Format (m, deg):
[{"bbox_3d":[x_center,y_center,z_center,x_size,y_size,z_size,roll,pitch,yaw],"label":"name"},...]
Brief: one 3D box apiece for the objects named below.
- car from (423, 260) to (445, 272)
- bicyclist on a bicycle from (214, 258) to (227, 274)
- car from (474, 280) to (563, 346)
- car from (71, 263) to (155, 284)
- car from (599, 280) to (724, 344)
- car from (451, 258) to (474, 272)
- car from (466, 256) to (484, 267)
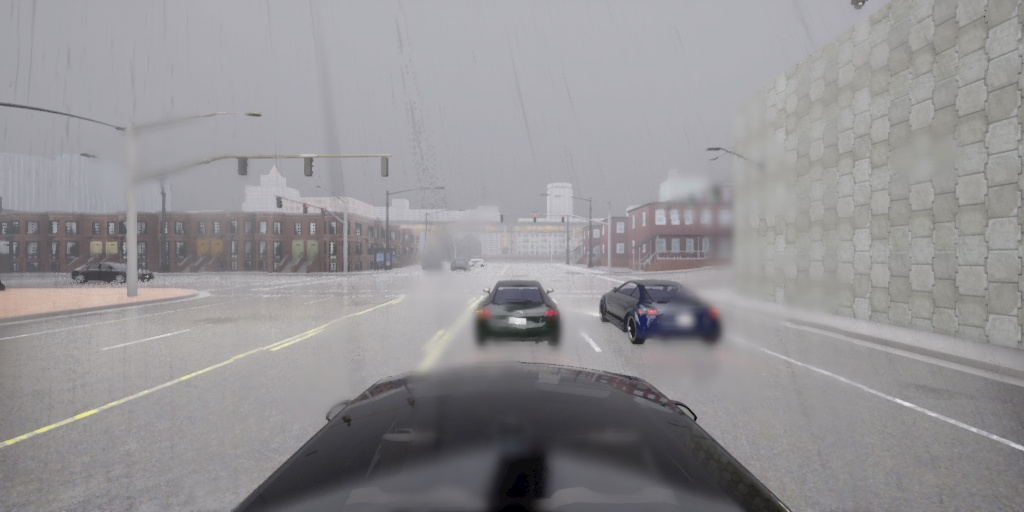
[{"bbox_3d":[-10.036,1.287,46.487,2.033,1.411,5.357,0,0,1],"label":"car"},{"bbox_3d":[-30.380,1.046,37.372,0.582,1.620,1.656,0,0,1],"label":"bicyclist on a bicycle"},{"bbox_3d":[0.166,1.312,9.388,1.994,1.385,4.181,0,0,1],"label":"car"},{"bbox_3d":[-29.278,1.249,26.378,4.892,1.490,1.837,0,0,1],"label":"car"},{"bbox_3d":[3.670,1.312,9.546,1.994,1.385,4.181,0,0,1],"label":"car"},{"bbox_3d":[-6.540,1.288,46.249,2.033,1.411,5.357,0,0,1],"label":"car"},{"bbox_3d":[-6.279,0.961,64.190,2.150,2.045,5.566,0,0,1],"label":"car"}]
